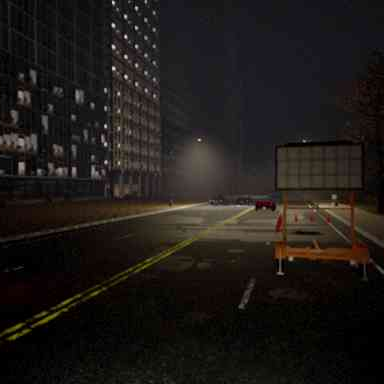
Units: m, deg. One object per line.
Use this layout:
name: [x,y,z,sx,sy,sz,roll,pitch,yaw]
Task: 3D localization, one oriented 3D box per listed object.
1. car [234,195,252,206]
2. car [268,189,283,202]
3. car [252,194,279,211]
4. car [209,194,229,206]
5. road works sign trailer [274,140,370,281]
car: [6.843,1.078,43.757,1.994,1.385,4.181,0,1,17]
car: [13.848,0.600,55.337,2.150,2.045,5.566,0,0,16]
car: [7.685,1.213,34.475,1.895,1.301,4.718,0,1,16]
car: [3.660,1.017,44.453,1.837,1.490,4.892,0,1,17]
road works sign trailer: [3.651,0.351,9.691,2.380,3.560,2.880,0,1,16]
